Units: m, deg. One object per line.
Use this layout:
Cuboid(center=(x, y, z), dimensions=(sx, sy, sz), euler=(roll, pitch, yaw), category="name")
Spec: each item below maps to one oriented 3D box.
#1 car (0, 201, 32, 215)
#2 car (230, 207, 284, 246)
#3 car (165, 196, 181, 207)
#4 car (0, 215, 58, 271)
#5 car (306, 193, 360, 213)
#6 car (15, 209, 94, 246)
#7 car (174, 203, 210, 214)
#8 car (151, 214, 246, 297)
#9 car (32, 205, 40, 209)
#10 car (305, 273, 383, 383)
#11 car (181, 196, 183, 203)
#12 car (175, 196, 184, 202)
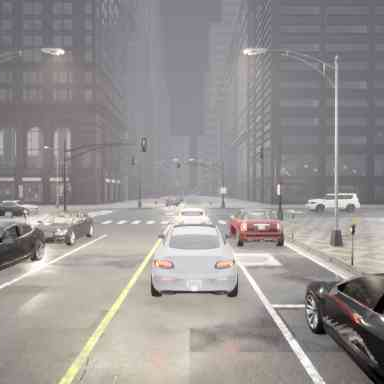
Cuboid(center=(-17.623, 1.549, 29.954), dimensions=(5.008, 1.535, 1.882), euler=(0, 0, -1), category="car")
Cuboid(center=(2.767, 1.442, 15.115), dimensions=(1.967, 1.590, 4.097), euler=(0, 0, 0), category="car")
Cuboid(center=(-3.021, 1.548, 51.405), dimensions=(1.812, 1.442, 4.674), euler=(0, 0, 0), category="car")
Cuboid(center=(-5.760, 1.567, 9.480), dimensions=(1.947, 1.339, 4.313), euler=(0, 0, 0), category="car")
Cuboid(center=(15.509, 1.180, 36.719), dimensions=(5.566, 2.045, 2.150), euler=(0, 0, 0), category="car")
Cuboid(center=(-5.758, 1.552, 15.116), dimensions=(2.008, 1.369, 4.403), euler=(0, 0, 0), category="car")
Cuboid(center=(0.009, 1.528, 17.553), dimensions=(1.812, 1.442, 4.674), euler=(0, 0, 0), category="car")
Cuboid(center=(0.067, 1.526, 8.452), dimensions=(1.812, 1.442, 4.674), euler=(0, 0, 1), category="car")
Cuboid(center=(-17.630, 1.582, 33.207), dimensions=(4.674, 1.442, 1.812), euler=(0, 0, 3), category="car")
Cuboid(center=(2.763, 1.566, 3.842), dimensions=(1.947, 1.339, 4.313), euler=(0, 0, 0), category="car")
Cuboid(center=(-3.042, 1.537, 60.579), dimensions=(1.837, 1.490, 4.892), euler=(0, 0, 0), category="car")
Cuboid(center=(-3.046, 1.614, 80.320), dimensions=(1.994, 1.385, 4.181), euler=(0, 0, 0), category="car")
